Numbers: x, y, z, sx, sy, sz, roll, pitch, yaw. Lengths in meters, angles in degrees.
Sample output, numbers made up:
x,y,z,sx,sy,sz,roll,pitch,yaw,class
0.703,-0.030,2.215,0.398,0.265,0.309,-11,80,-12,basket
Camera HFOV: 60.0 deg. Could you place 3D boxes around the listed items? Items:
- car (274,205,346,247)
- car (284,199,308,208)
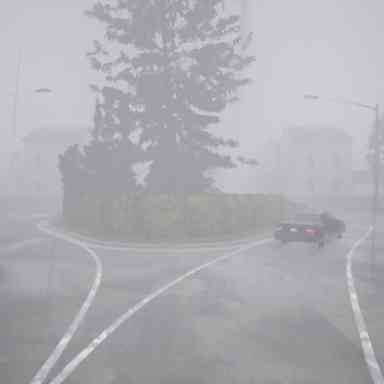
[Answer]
x,y,z,sx,sy,sz,roll,pitch,yaw,class
5.491,1.549,15.115,2.033,1.411,5.357,0,0,36,car
10.005,1.508,34.398,1.837,1.490,4.892,2,-1,-21,car
